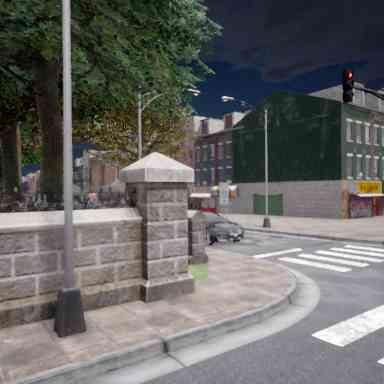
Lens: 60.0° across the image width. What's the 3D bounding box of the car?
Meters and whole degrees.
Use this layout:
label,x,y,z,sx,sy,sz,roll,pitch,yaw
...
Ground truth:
label,x,y,z,sx,sy,sz,roll,pitch,yaw
car,0.529,1.701,16.663,1.837,1.490,4.892,-1,-1,-36
